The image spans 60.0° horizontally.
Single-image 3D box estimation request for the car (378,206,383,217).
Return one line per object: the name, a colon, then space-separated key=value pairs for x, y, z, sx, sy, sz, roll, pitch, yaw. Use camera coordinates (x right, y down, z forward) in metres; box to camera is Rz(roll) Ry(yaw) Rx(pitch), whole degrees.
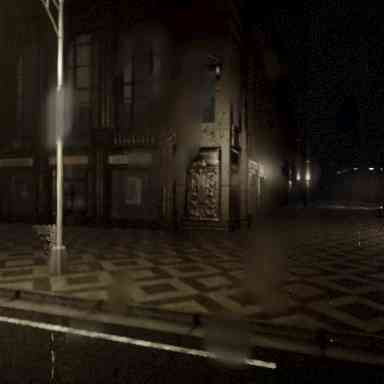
car: x=22.272 y=2.097 z=37.266 sx=1.994 sy=1.385 sz=4.181 roll=0 pitch=-1 yaw=19
